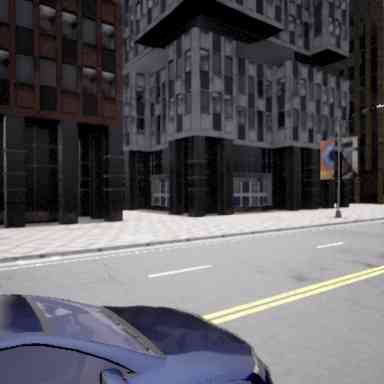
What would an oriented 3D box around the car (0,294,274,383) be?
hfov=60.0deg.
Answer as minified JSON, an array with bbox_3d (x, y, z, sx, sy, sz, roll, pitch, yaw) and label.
[{"bbox_3d":[-1.304,1.561,2.510,4.181,1.385,1.994,0,0,-35],"label":"car"}]
